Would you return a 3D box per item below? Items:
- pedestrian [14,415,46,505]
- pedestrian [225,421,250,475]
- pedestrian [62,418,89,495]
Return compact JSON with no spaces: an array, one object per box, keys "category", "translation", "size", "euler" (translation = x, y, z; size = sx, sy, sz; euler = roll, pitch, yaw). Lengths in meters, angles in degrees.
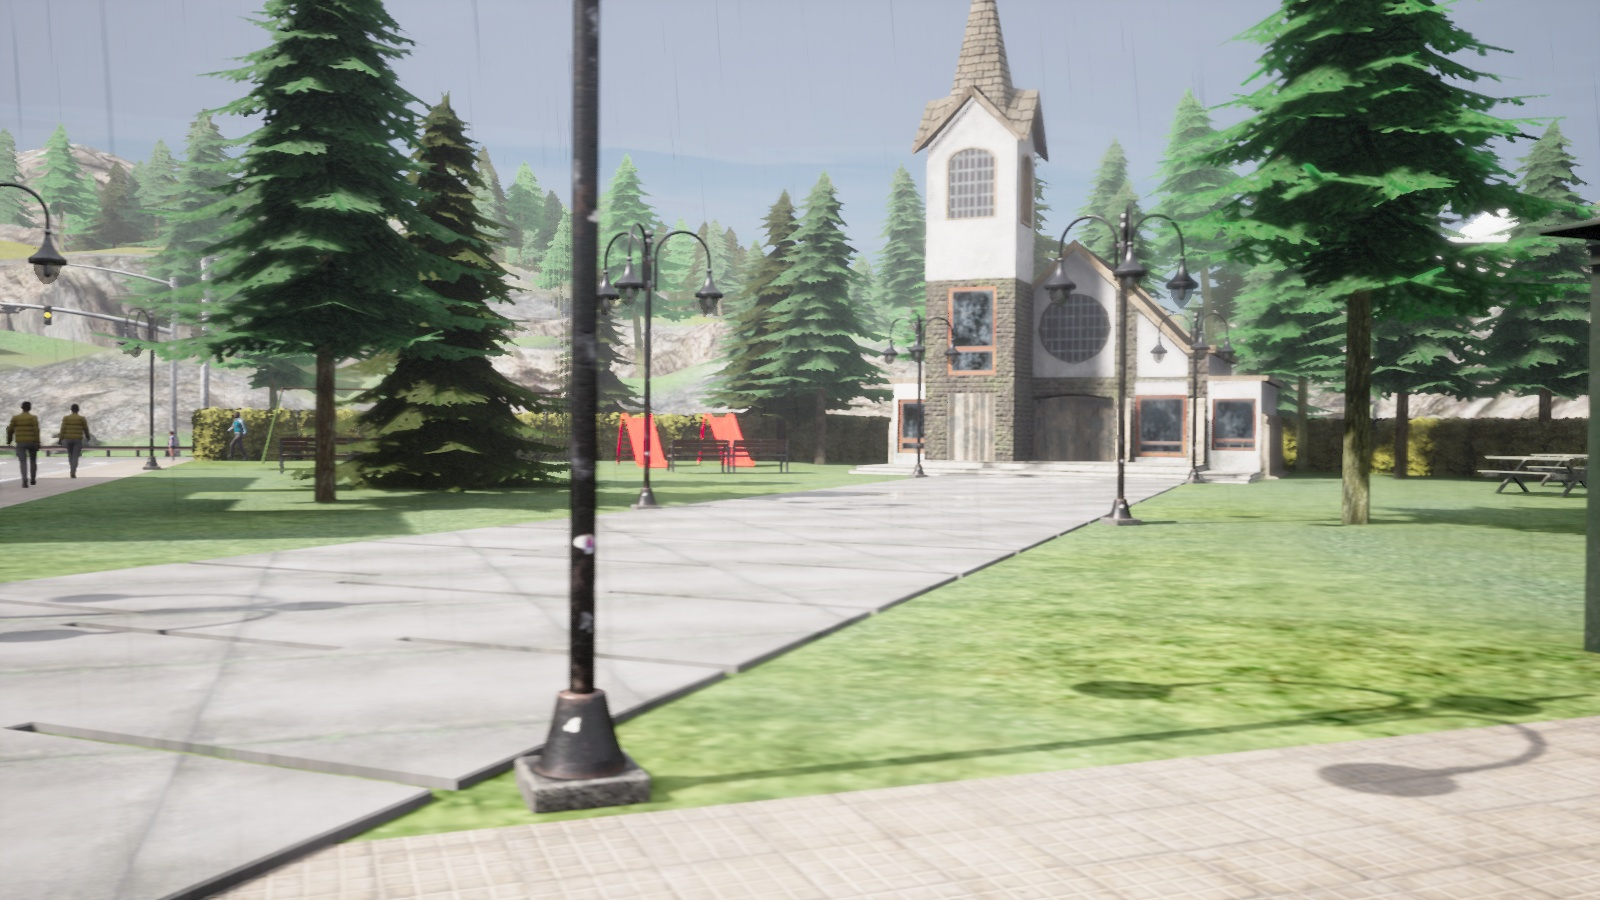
[{"category":"pedestrian","translation":[-15.952,0.199,26.030],"size":[0.431,1.840,0.709],"euler":[-1,1,-23]},{"category":"pedestrian","translation":[-20.485,-0.080,45.760],"size":[0.396,1.930,0.692],"euler":[0,1,35]},{"category":"pedestrian","translation":[-17.619,0.143,30.557],"size":[0.431,1.840,0.709],"euler":[-1,1,-22]}]
